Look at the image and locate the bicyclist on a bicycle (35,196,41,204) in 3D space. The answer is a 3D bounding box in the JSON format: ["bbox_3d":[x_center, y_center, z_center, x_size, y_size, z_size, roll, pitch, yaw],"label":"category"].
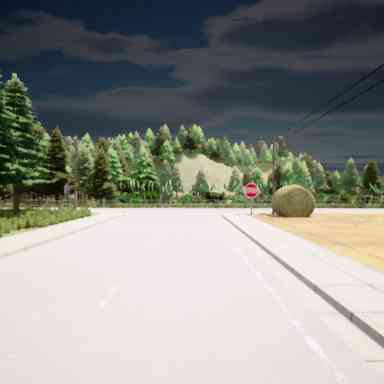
[{"bbox_3d":[-21.109,1.308,45.669,0.582,1.620,1.656,-10,-21,2],"label":"bicyclist on a bicycle"}]
